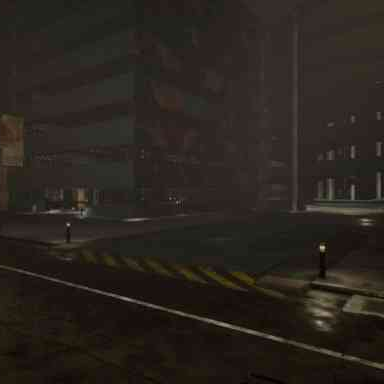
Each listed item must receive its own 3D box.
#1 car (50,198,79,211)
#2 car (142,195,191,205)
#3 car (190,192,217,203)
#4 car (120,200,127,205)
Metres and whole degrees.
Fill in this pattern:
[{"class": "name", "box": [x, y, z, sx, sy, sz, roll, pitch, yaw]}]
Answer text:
[{"class": "car", "box": [-15.056, 1.413, 38.158, 4.786, 1.482, 2.161, 0, 0, 35]}, {"class": "car", "box": [-2.712, 1.320, 34.498, 4.674, 1.452, 2.002, 0, 0, 35]}, {"class": "car", "box": [1.944, 1.029, 63.001, 5.566, 2.045, 2.435, 0, 0, 35]}, {"class": "car", "box": [-8.033, 1.463, 47.401, 4.718, 1.301, 1.895, 0, 0, 35]}]
